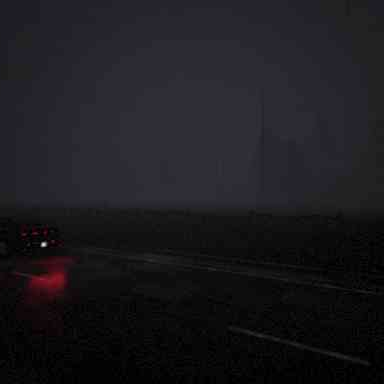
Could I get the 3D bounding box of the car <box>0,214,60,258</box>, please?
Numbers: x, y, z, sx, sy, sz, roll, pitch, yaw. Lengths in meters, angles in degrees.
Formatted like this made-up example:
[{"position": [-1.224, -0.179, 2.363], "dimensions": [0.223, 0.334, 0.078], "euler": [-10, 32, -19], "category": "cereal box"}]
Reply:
[{"position": [-7.309, 1.643, 13.429], "dimensions": [4.892, 1.490, 1.837], "euler": [0, 0, 36], "category": "car"}]
